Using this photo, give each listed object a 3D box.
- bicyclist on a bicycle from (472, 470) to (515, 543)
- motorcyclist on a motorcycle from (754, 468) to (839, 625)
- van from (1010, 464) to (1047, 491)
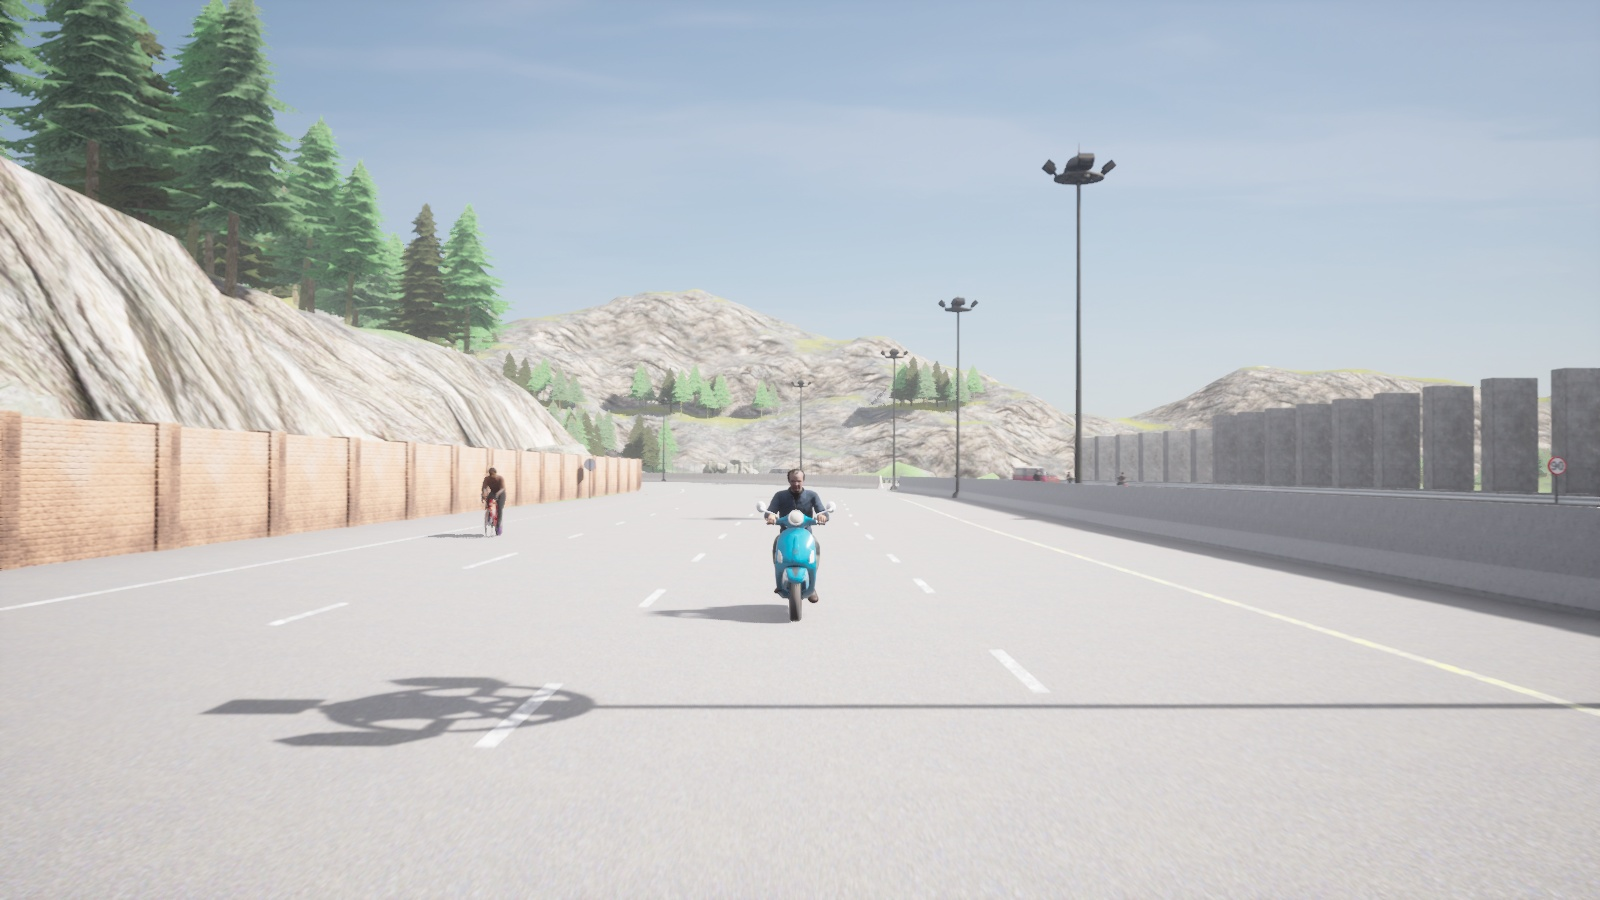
[{"bbox_3d":[-7.073,1.282,29.039,0.582,1.620,1.656,0,-1,0],"label":"bicyclist on a bicycle"},{"bbox_3d":[-0.037,0.998,13.693,0.866,1.590,1.817,0,-1,0],"label":"motorcyclist on a motorcycle"},{"bbox_3d":[17.446,2.104,95.988,1.775,1.987,4.442,0,-1,-4],"label":"van"}]
